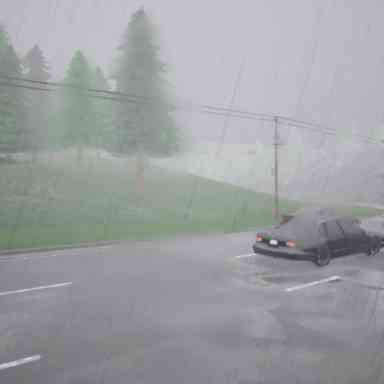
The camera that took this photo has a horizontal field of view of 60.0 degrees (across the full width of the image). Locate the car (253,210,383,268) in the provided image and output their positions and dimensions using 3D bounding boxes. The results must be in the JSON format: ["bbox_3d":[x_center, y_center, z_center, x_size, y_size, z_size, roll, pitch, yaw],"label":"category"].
[{"bbox_3d":[4.481,1.536,11.315,5.357,1.411,2.033,0,0,-35],"label":"car"}]

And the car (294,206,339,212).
[{"bbox_3d":[6.756,1.460,17.196,5.008,1.535,1.882,0,0,-35],"label":"car"}]
